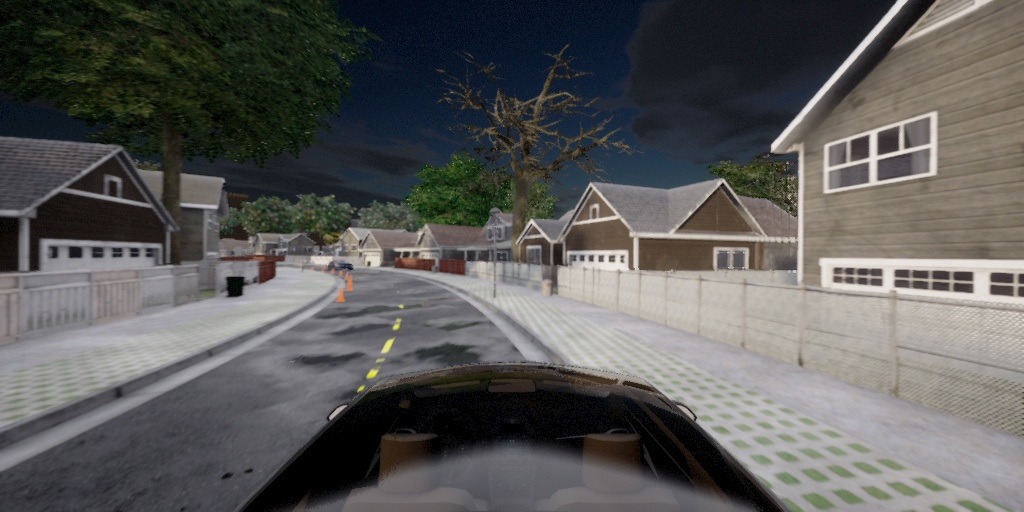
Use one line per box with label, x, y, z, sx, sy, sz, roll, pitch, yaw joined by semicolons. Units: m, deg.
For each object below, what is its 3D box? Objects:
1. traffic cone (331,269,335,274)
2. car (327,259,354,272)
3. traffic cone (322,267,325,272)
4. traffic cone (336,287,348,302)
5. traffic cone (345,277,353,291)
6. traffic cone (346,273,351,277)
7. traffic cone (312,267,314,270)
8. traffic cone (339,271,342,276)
traffic cone;-18.387;1.526;36.802;0.340;0.580;0.340;0;0;-36
car;-20.344;1.093;42.388;2.033;1.411;5.357;0;0;-40
traffic cone;-21.364;1.497;40.626;0.340;0.580;0.340;0;0;-40
traffic cone;-7.333;1.639;15.345;0.340;0.580;0.340;0;0;-18
traffic cone;-9.003;1.620;19.895;0.340;0.580;0.340;0;0;-22
traffic cone;-10.952;1.599;24.332;0.340;0.580;0.340;0;0;-25
traffic cone;-24.572;1.467;44.258;0.340;0.580;0.340;0;0;-43
traffic cone;-15.653;1.552;32.802;0.340;0.580;0.340;0;0;-33
